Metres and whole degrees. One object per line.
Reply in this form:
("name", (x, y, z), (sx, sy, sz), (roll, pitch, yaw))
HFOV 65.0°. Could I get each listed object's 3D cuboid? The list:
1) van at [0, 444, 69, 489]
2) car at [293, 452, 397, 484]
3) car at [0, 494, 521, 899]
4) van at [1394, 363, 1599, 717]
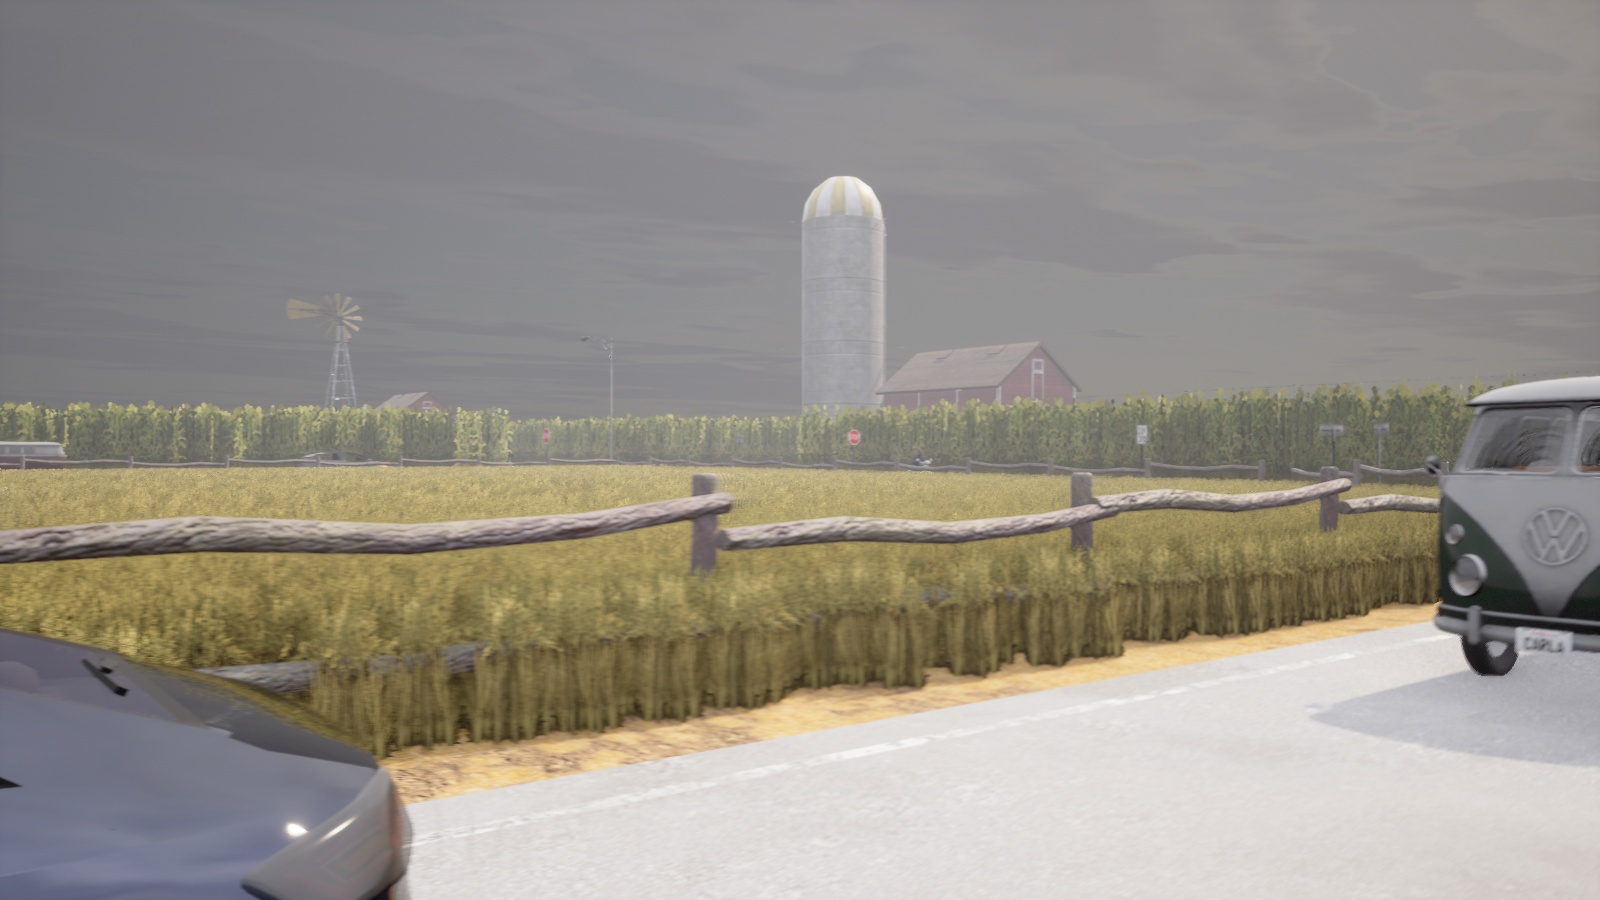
("van", (-36.174, 0.747, 57.585), (4.442, 1.987, 1.775), (0, 0, -36))
("car", (-22.903, 0.885, 63.257), (4.514, 1.525, 2.007), (0, 0, -36))
("car", (-2.738, 0.820, 1.646), (4.181, 1.385, 1.994), (0, 0, -37))
("van", (6.052, 0.508, 8.657), (4.442, 1.987, 1.775), (0, 0, -39))
